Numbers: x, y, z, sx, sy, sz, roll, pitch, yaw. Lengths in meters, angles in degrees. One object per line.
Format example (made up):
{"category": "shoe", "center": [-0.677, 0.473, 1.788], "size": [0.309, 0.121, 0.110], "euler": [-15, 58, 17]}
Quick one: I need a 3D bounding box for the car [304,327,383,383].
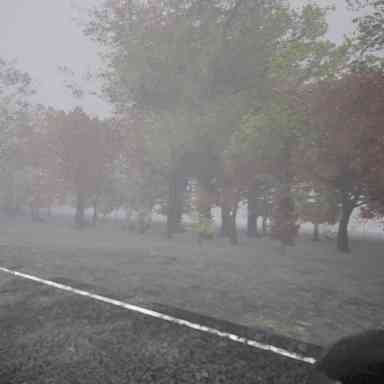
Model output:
{"category": "car", "center": [3.025, 1.505, 1.535], "size": [4.902, 1.511, 2.128], "euler": [1, 0, 36]}
